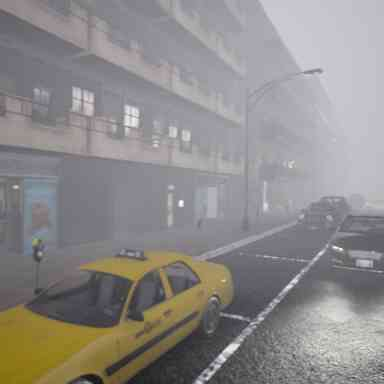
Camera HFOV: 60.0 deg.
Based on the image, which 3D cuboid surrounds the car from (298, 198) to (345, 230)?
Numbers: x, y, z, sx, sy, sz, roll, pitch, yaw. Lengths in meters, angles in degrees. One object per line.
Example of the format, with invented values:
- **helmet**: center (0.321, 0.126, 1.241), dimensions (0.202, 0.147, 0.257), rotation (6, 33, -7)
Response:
- **car**: center (7.427, 1.359, 19.268), dimensions (1.967, 1.590, 4.097), rotation (1, 1, 29)

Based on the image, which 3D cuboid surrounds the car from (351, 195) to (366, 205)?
- **car**: center (26.822, 1.264, 53.625), dimensions (1.967, 1.590, 4.097), rotation (1, 1, 29)

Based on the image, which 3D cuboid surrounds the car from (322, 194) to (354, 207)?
- **car**: center (10.200, 1.221, 24.175), dimensions (2.192, 1.841, 5.009), rotation (1, 1, 29)

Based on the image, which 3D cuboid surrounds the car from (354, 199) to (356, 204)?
- **car**: center (12.967, 1.474, 29.086), dimensions (1.802, 1.307, 4.206), rotation (1, 1, 29)

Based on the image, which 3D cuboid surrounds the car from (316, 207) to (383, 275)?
- **car**: center (5.399, 1.457, 10.204), dimensions (2.128, 1.511, 4.902), rotation (1, 1, 29)

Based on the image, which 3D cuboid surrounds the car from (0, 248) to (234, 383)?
- **car**: center (-0.969, 1.483, 4.394), dimensions (1.752, 1.417, 4.829), rotation (1, 1, 29)

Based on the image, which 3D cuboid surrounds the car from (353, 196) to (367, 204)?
- **car**: center (29.593, 1.354, 58.535), dimensions (1.887, 1.381, 4.507), rotation (1, 1, 29)

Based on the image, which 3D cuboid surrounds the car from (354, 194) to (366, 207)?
- **car**: center (24.054, 1.153, 48.716), dimensions (2.192, 1.841, 5.009), rotation (1, 1, 29)
